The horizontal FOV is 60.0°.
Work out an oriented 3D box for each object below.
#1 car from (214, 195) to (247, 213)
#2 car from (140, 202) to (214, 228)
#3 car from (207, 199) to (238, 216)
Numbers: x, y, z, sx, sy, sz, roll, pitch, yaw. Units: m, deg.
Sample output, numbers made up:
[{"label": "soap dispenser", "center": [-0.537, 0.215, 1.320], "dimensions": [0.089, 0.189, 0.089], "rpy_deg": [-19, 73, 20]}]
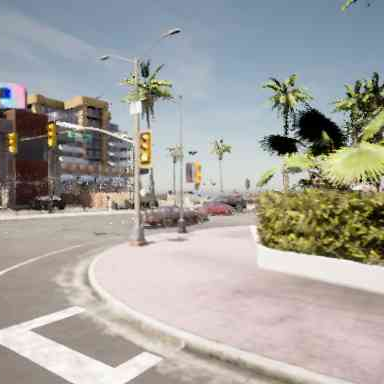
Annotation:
[{"label": "car", "center": [3.727, 1.422, 39.004], "dimensions": [5.566, 2.045, 2.150], "rpy_deg": [0, -1, -23]}, {"label": "car", "center": [-1.233, 1.700, 23.903], "dimensions": [5.357, 1.411, 2.033], "rpy_deg": [0, -1, -40]}, {"label": "car", "center": [2.177, 1.749, 34.259], "dimensions": [4.181, 1.385, 1.994], "rpy_deg": [0, 0, -27]}]
